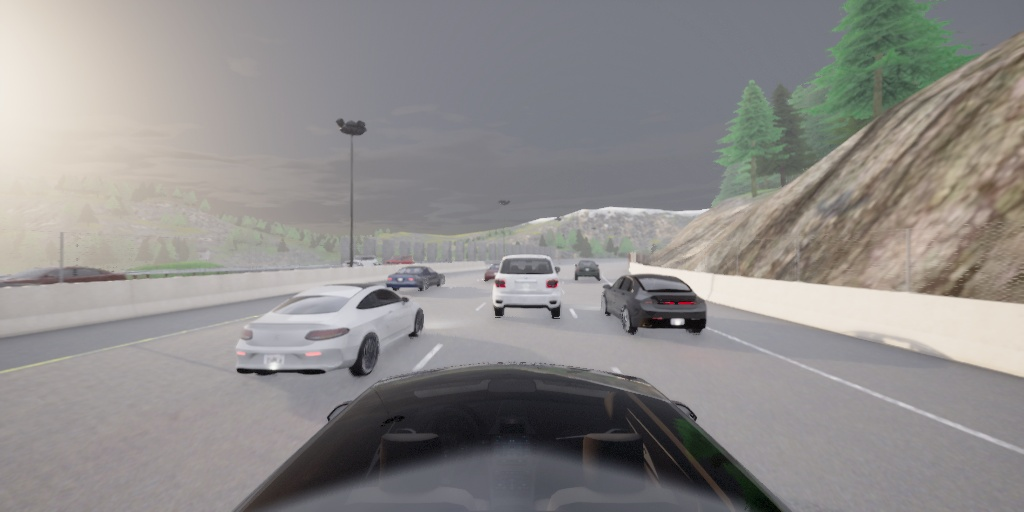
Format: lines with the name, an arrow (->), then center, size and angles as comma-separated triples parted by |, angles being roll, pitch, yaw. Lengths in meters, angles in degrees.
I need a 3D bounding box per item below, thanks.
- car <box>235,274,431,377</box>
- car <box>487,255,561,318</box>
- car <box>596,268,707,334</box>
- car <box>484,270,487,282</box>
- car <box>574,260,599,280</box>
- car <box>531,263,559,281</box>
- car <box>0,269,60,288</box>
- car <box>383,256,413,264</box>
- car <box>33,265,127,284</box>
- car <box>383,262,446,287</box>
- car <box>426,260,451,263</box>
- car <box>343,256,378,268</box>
car -> -3.225, 1.273, 7.278 | 1.812, 1.442, 4.674 | 0, 0, 2
car -> 0.609, 0.985, 13.273 | 2.150, 2.045, 5.566 | 0, 0, 4
car -> 3.957, 1.274, 10.703 | 1.837, 1.490, 4.892 | 0, 0, 3
car -> -0.923, 1.340, 29.367 | 1.994, 1.385, 4.181 | 0, 0, 9
car -> 6.644, 1.149, 31.849 | 2.097, 1.767, 4.553 | 0, 0, 11
car -> 2.911, 1.351, 30.958 | 1.994, 1.385, 4.181 | 0, 0, 10
car -> -17.319, 1.263, 10.213 | 2.033, 1.411, 5.357 | 0, 0, 3
car -> -17.033, 0.981, 53.882 | 2.150, 2.045, 5.566 | 0, 0, 16
car -> -20.413, 1.191, 15.916 | 1.882, 1.535, 5.008 | 0, 0, 5
car -> -5.638, 1.304, 21.527 | 2.033, 1.411, 5.357 | 0, 0, 7
car -> -10.281, 1.283, 52.006 | 1.837, 1.490, 4.892 | 0, -1, 17
car -> -21.474, 0.969, 51.025 | 2.150, 2.045, 5.566 | 0, 0, 15
